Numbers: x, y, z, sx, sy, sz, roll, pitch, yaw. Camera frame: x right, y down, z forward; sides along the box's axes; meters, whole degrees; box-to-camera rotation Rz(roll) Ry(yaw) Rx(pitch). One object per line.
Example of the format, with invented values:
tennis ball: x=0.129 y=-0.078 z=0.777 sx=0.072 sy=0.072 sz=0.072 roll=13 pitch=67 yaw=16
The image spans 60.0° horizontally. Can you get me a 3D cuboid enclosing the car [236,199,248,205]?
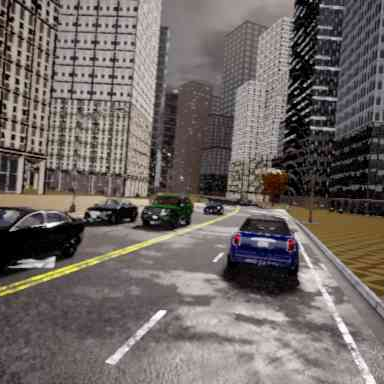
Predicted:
car: x=13.907 y=2.925 z=92.183 sx=1.994 sy=1.385 sz=4.181 roll=4 pitch=0 yaw=4

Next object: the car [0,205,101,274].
car: x=-4.867 y=1.154 z=9.149 sx=2.128 sy=1.511 sz=4.902 roll=4 pitch=0 yaw=14

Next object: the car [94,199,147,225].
car: x=-5.060 y=1.193 z=21.550 sx=2.128 sy=1.511 sz=4.902 roll=4 pitch=0 yaw=14

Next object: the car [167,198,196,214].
car: x=-1.094 y=1.552 z=37.426 sx=1.882 sy=1.535 sz=5.008 roll=4 pitch=0 yaw=14

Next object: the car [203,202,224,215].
car: x=2.640 y=1.937 z=39.134 sx=1.994 sy=1.385 sz=4.181 roll=4 pitch=0 yaw=13

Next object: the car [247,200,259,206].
car: x=17.102 y=3.211 z=91.533 sx=1.895 sy=1.301 sz=4.718 roll=4 pitch=0 yaw=4

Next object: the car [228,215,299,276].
car: x=2.629 y=1.612 z=11.876 sx=2.097 sy=1.767 sz=4.553 roll=4 pitch=0 yaw=14

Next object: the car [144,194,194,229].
car: x=-1.489 y=1.205 z=22.353 sx=2.150 sy=2.045 sz=5.566 roll=4 pitch=0 yaw=14
